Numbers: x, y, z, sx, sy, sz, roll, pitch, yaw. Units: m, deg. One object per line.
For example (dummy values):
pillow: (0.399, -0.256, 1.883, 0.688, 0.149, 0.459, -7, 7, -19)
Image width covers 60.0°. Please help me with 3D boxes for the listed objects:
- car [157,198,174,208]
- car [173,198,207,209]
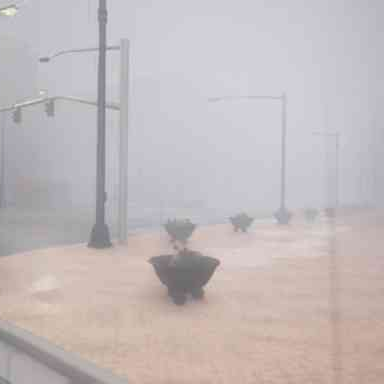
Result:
car: (-2.856, 1.530, 47.705, 1.895, 1.301, 4.718, 1, 0, 35)
car: (0.009, 1.590, 45.696, 1.895, 1.301, 4.718, 1, 0, 35)
